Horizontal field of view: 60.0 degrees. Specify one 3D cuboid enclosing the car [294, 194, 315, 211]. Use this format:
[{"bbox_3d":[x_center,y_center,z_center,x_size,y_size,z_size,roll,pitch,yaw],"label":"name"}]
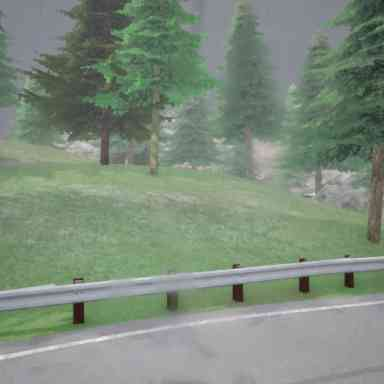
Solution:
[{"bbox_3d":[14.330,1.238,39.215,2.150,2.045,5.566,0,0,-16],"label":"car"}]
